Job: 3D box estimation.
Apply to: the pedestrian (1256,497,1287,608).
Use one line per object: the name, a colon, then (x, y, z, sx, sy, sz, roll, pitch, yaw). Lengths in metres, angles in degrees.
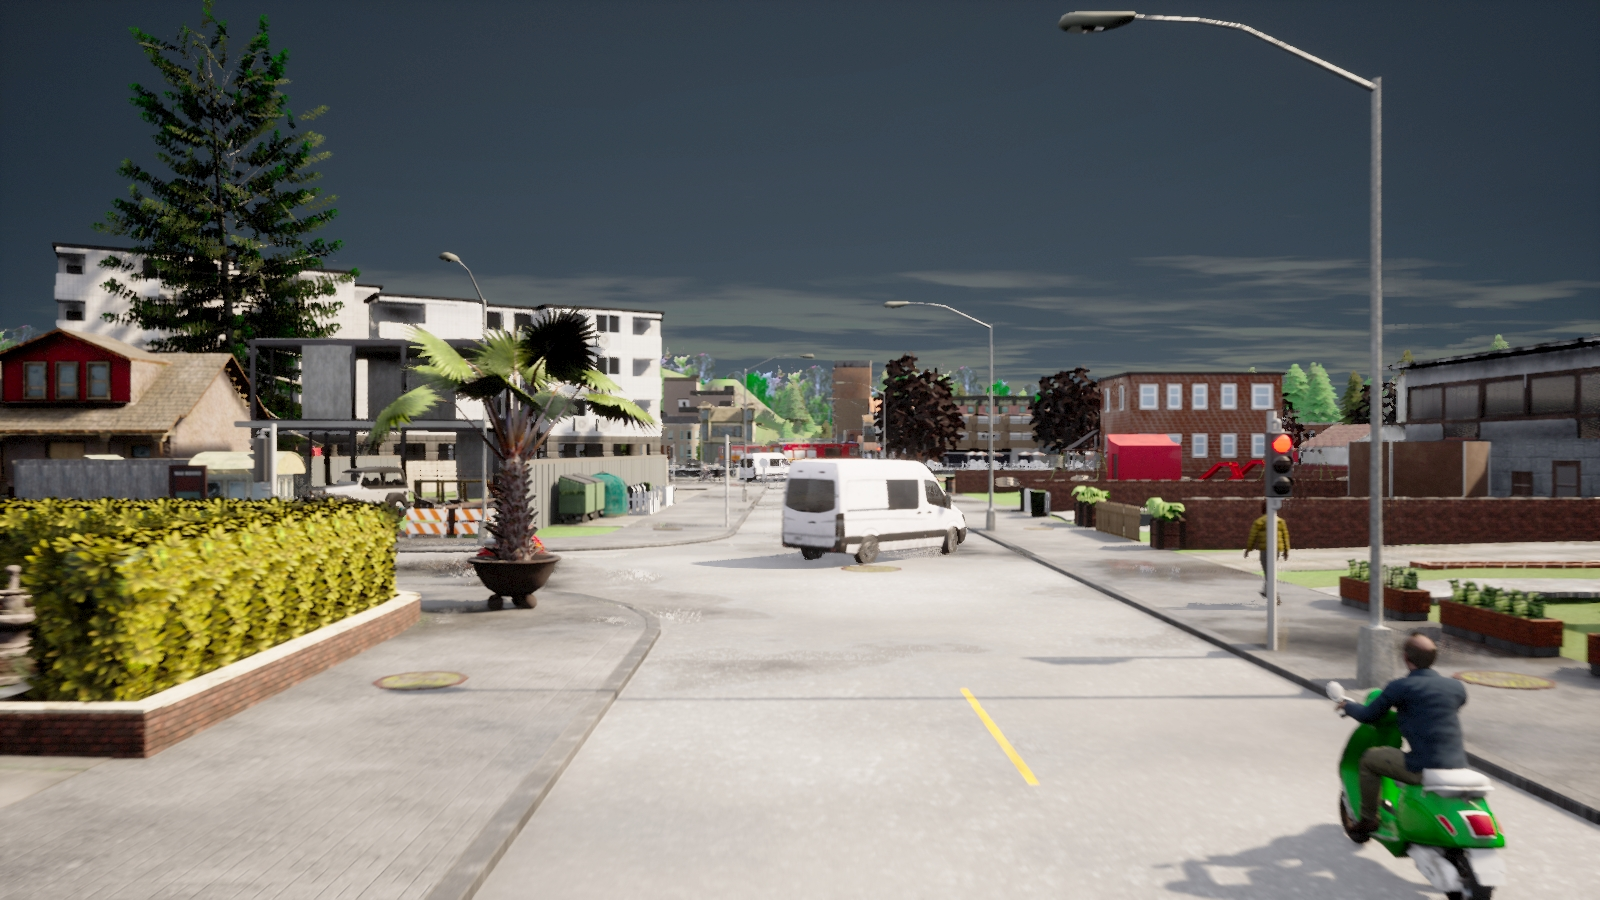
pedestrian: (8.054, 1.744, 19.536, 0.375, 1.860, 0.375, 0, 0, -1)

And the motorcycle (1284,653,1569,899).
motorcycle: (3.974, 2.142, 7.452, 0.856, 1.316, 1.805, 0, 0, 0)

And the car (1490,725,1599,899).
car: (3.972, 1.968, 2.403, 2.242, 1.667, 4.611, 0, 0, 0)

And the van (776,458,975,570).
van: (2.106, 1.535, 29.883, 1.988, 2.561, 5.915, 1, 1, 41)
